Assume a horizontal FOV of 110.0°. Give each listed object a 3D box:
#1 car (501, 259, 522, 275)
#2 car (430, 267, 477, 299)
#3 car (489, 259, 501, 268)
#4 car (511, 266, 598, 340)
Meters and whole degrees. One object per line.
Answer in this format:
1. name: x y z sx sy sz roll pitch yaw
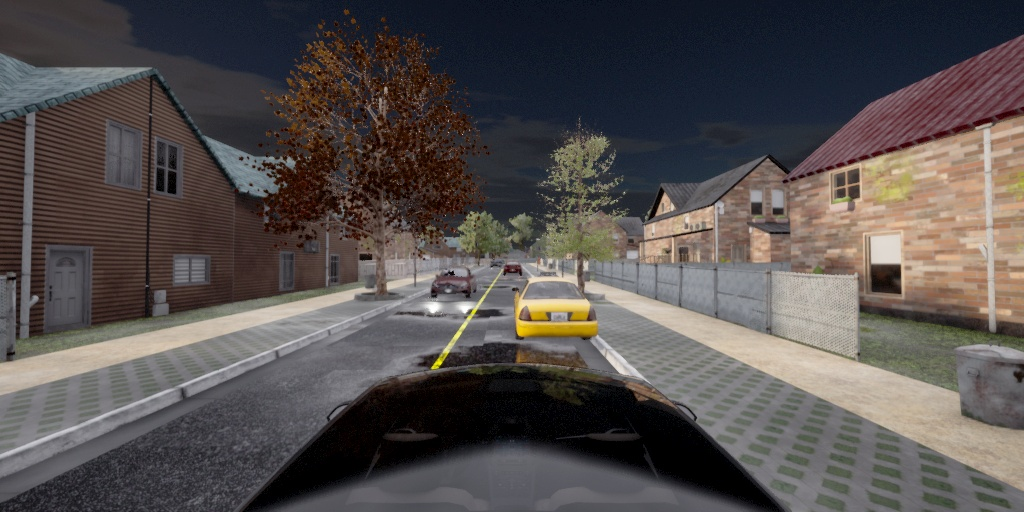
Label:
1. car: 0.088 1.252 38.671 1.882 1.535 5.008 0 0 0
2. car: -2.833 1.285 18.261 1.812 1.442 4.674 0 0 0
3. car: -2.808 1.368 61.331 1.994 1.385 4.181 0 0 0
4. car: 0.964 1.209 9.873 1.801 1.575 5.366 0 0 0
